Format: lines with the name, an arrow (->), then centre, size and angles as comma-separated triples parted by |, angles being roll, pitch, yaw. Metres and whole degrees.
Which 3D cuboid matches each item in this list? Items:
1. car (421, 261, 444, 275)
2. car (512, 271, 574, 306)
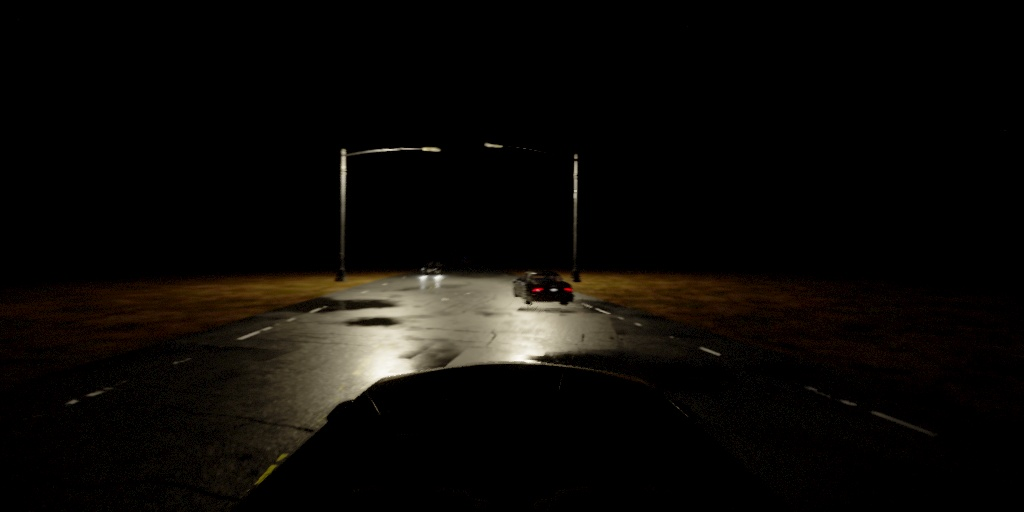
car -> -8.658, 1.332, 39.353 | 1.837, 1.490, 4.892 | 0, 0, -4
car -> 1.240, 1.383, 16.440 | 2.033, 1.411, 5.357 | 1, 0, -9
